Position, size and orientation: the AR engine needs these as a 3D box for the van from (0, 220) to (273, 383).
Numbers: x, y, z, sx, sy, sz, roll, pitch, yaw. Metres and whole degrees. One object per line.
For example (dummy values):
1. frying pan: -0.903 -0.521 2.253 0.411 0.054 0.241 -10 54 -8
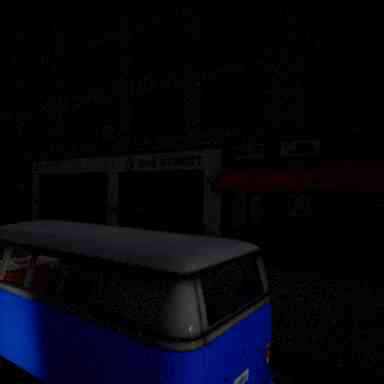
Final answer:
1. van: -1.088 1.302 3.856 3.998 1.788 1.690 1 1 36
